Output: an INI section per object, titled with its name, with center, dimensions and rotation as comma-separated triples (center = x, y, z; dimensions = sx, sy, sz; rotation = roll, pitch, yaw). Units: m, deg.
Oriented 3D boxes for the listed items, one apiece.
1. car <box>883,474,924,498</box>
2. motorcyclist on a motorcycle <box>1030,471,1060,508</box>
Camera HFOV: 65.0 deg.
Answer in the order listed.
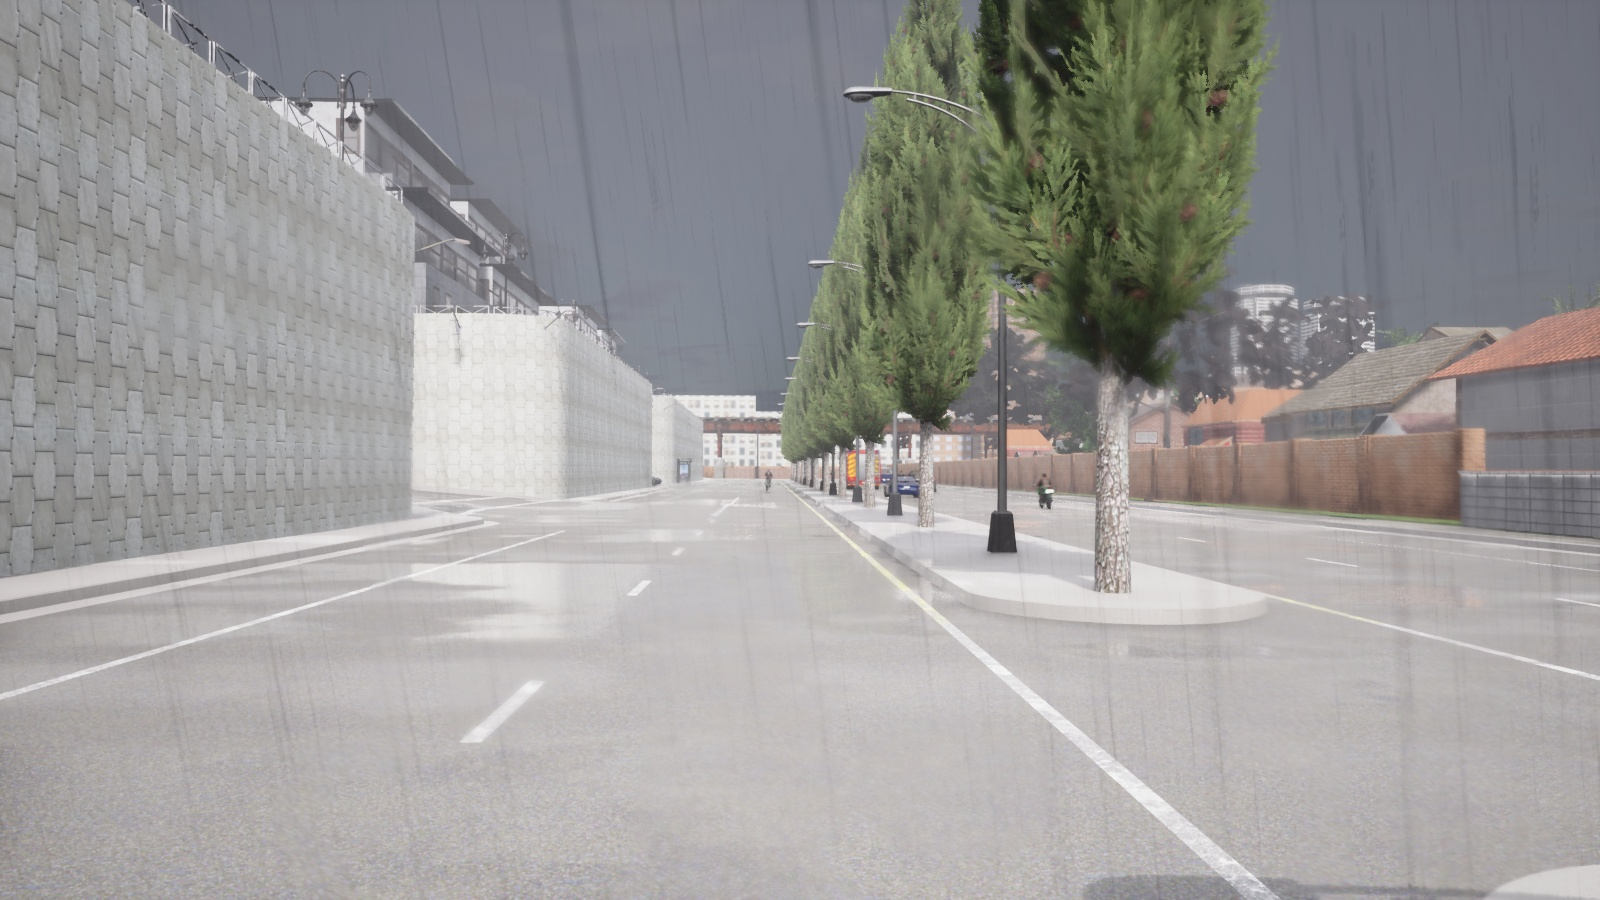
[car]
center = 6.150, 2.107, 74.838
dimensions = 1.994, 1.385, 4.181
rotation = 0, -1, -1
[motorcyclist on a motorcycle]
center = 10.227, 1.634, 52.453
dimensions = 0.797, 1.523, 2.044
rotation = 0, -1, -1
